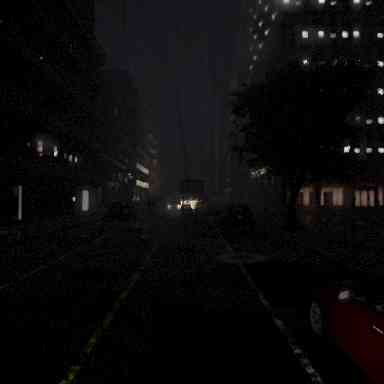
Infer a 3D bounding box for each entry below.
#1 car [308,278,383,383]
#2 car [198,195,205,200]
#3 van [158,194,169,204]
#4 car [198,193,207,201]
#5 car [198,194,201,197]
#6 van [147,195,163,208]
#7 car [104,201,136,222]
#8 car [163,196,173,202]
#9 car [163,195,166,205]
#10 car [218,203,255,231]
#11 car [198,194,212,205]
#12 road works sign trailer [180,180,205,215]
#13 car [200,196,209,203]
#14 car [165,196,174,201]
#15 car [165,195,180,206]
[{"bbox_3d":[2.703,1.590,3.689,1.802,1.307,4.206,1,0,0],"label":"car"},{"bbox_3d":[2.717,1.577,94.865,2.008,1.369,4.403,1,0,0],"label":"car"},{"bbox_3d":[-5.663,1.390,66.492,1.690,1.788,3.998,1,0,0],"label":"van"},{"bbox_3d":[2.721,1.347,89.167,2.192,1.841,5.009,1,0,0],"label":"car"},{"bbox_3d":[2.713,1.600,66.374,2.008,1.369,4.403,1,0,0],"label":"car"},{"bbox_3d":[-5.665,1.391,49.394,1.690,1.788,3.998,1,0,0],"label":"van"},{"bbox_3d":[-5.671,1.482,26.597,1.967,1.590,4.097,1,0,0],"label":"car"},{"bbox_3d":[-5.665,1.593,77.889,2.008,1.369,4.403,1,0,0],"label":"car"},{"bbox_3d":[-5.668,1.616,60.795,1.947,1.339,4.313,1,0,0],"label":"car"},{"bbox_3d":[2.708,1.476,20.787,1.967,1.590,4.097,1,0,0],"label":"car"},{"bbox_3d":[2.713,1.601,60.677,2.008,1.369,4.403,1,0,0],"label":"car"},{"bbox_3d":[0.004,0.511,34.298,2.380,3.560,2.880,0,0,0],"label":"road works sign trailer"},{"bbox_3d":[2.715,1.591,72.072,1.887,1.381,4.507,1,0,0],"label":"car"},{"bbox_3d":[-5.665,1.619,83.587,1.802,1.307,4.206,1,0,0],"label":"car"},{"bbox_3d":[-3.048,1.528,57.844,1.882,1.535,5.008,0,0,1],"label":"car"}]
